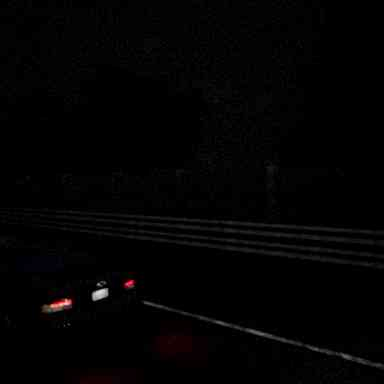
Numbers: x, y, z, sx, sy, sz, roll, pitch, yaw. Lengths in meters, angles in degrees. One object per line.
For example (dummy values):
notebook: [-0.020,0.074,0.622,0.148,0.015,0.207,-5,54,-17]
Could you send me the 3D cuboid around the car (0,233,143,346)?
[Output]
car: [-3.373,1.516,6.278,5.357,1.411,2.033,0,0,36]
